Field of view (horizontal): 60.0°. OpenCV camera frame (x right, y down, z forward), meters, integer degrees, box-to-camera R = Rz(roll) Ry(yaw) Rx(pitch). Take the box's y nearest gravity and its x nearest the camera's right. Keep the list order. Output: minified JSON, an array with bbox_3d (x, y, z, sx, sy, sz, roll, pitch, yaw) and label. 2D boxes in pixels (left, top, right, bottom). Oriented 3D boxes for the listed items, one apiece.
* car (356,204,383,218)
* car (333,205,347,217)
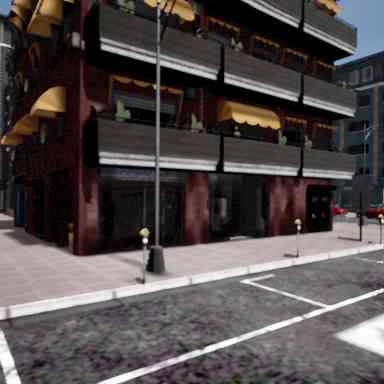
[{"bbox_3d":[18.913,1.958,33.829,1.967,1.590,4.097,0,-1,-35],"label":"car"},{"bbox_3d":[15.724,2.169,38.368,1.802,1.307,4.206,0,-1,-35],"label":"car"}]
